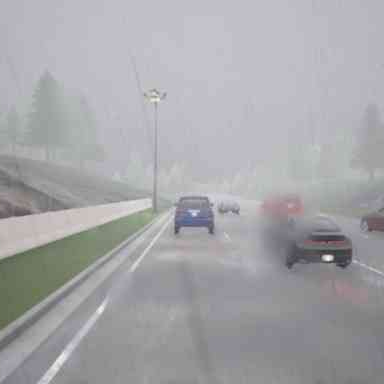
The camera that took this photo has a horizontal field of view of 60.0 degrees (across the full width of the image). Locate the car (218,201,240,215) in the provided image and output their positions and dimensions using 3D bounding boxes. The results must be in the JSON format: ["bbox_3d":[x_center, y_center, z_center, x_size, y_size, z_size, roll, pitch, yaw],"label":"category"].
[{"bbox_3d":[3.636,1.596,33.855,1.895,1.301,4.718,0,0,0],"label":"car"}]

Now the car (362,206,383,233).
[{"bbox_3d":[10.615,1.351,16.983,2.097,1.767,4.553,0,0,0],"label":"car"}]

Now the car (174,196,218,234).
[{"bbox_3d":[0.118,1.218,19.501,2.150,2.045,5.566,0,0,0],"label":"car"}]

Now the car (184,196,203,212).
[{"bbox_3d":[0.202,1.345,39.198,2.097,1.767,4.553,0,0,1],"label":"car"}]

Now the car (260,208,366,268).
[{"bbox_3d":[3.611,1.503,11.252,1.837,1.490,4.892,0,0,0],"label":"car"}]

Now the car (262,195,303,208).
[{"bbox_3d":[7.121,1.218,26.542,2.150,2.045,5.566,0,0,0],"label":"car"}]
